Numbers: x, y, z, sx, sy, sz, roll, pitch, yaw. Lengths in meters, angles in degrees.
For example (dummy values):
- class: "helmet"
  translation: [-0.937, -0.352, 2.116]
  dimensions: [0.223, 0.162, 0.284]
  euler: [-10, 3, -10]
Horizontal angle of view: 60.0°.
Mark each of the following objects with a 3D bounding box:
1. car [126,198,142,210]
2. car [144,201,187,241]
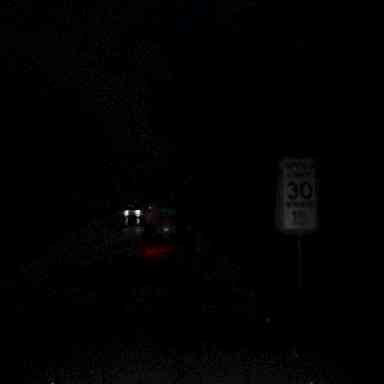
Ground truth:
- class: "car"
  translation: [-7.842, 1.634, 44.918]
  dimensions: [1.837, 1.490, 4.892]
  euler: [0, -1, -7]
- class: "car"
  translation: [-1.372, 1.449, 16.704]
  dimensions: [1.882, 1.535, 5.008]
  euler: [0, 0, -6]
